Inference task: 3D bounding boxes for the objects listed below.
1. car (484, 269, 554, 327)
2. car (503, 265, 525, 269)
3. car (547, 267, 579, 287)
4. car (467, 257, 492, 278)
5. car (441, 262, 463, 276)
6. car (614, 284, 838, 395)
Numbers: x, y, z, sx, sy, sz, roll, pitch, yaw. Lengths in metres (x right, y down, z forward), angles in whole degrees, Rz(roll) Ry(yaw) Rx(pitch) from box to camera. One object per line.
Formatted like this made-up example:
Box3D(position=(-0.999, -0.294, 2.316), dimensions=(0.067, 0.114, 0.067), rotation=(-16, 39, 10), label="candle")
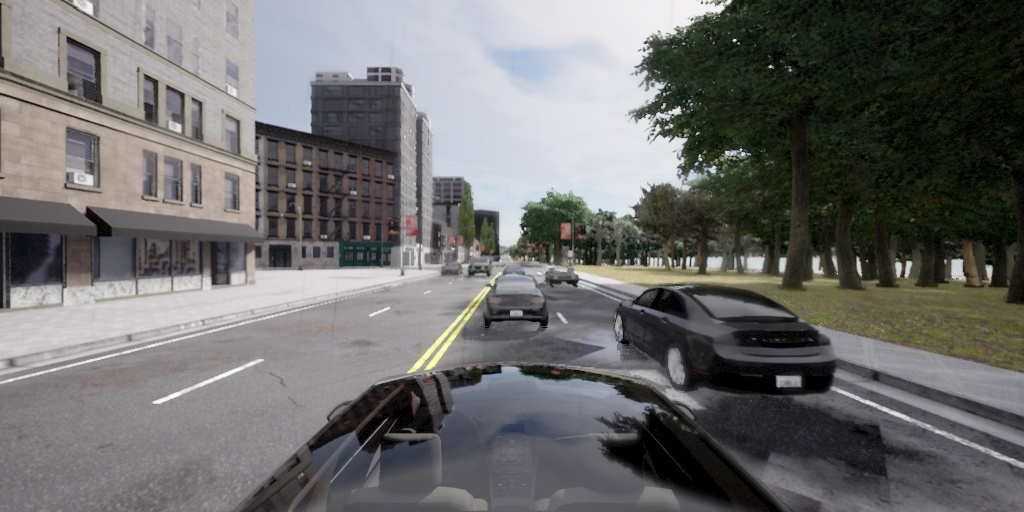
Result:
Box3D(position=(0.120, 1.316, 11.547), dimensions=(1.812, 1.442, 4.674), rotation=(0, 0, 0), label="car")
Box3D(position=(0.178, 1.432, 31.126), dimensions=(1.994, 1.385, 4.181), rotation=(0, 0, 0), label="car")
Box3D(position=(3.418, 1.447, 25.437), dimensions=(1.895, 1.301, 4.718), rotation=(0, 0, 0), label="car")
Box3D(position=(-3.211, 1.113, 36.915), dimensions=(2.150, 2.045, 5.566), rotation=(0, -1, 1), label="car")
Box3D(position=(-6.439, 1.403, 38.905), dimensions=(1.837, 1.490, 4.892), rotation=(0, -1, 1), label="car")
Box3D(position=(3.363, 1.277, 6.768), dimensions=(1.837, 1.490, 4.892), rotation=(0, 0, 0), label="car")
